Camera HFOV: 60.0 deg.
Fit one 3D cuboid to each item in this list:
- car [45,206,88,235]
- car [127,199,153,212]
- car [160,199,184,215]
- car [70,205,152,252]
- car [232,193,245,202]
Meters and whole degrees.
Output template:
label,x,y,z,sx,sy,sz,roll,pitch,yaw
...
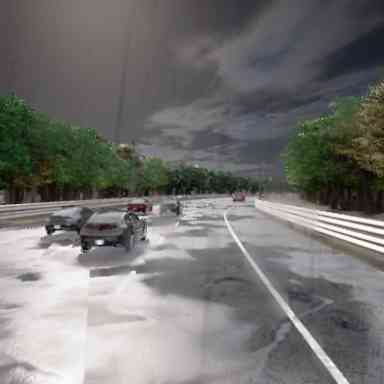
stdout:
label,x,y,z,sx,sy,sz,roll,pitch,yaw
car,-6.402,1.502,18.373,1.812,1.442,4.674,0,0,3
car,-5.321,1.455,34.519,1.882,1.535,5.008,0,0,5
car,-1.944,1.482,32.890,1.837,1.490,4.892,0,0,5
car,-3.095,1.485,13.856,1.837,1.490,4.892,0,0,2
car,9.380,1.430,68.624,1.895,1.301,4.718,0,0,12
